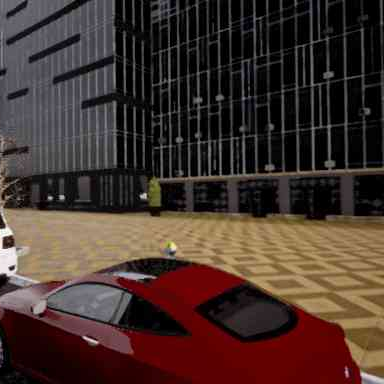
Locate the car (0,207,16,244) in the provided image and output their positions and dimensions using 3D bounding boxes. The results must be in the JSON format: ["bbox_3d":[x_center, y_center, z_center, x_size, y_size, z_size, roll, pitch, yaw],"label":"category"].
[{"bbox_3d":[-6.405,1.228,7.950,5.566,2.045,2.150,0,0,35],"label":"car"}]

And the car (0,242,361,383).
[{"bbox_3d":[-0.642,1.527,3.895,4.674,1.442,1.812,0,0,36],"label":"car"}]
